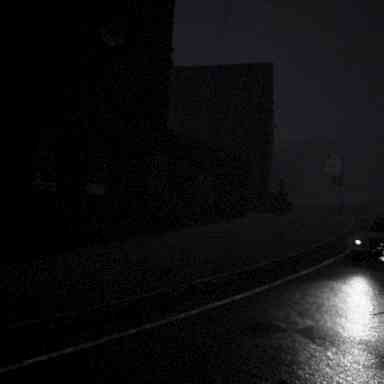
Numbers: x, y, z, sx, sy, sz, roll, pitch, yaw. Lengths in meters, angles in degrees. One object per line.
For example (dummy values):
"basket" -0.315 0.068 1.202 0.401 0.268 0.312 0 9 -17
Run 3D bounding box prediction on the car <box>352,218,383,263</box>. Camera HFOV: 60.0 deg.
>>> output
"car" 6.848 1.568 11.131 1.895 1.301 4.718 1 1 39
